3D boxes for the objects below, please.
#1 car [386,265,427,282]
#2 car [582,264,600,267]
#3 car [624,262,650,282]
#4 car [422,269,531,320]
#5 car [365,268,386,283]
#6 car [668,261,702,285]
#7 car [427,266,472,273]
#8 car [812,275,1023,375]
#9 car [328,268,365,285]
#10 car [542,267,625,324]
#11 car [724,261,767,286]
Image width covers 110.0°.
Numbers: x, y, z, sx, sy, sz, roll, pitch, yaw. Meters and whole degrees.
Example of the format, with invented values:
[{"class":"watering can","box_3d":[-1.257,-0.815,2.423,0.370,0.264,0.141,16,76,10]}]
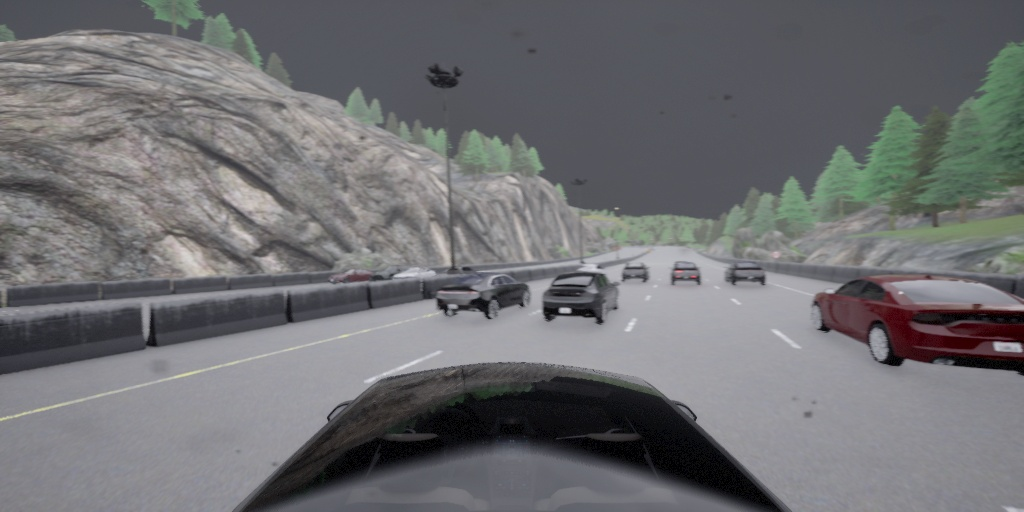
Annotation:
[{"class":"car","box_3d":[-8.374,1.720,31.240,1.812,1.442,4.674,-1,-1,24]},{"class":"car","box_3d":[6.576,1.384,29.847,1.812,1.442,4.674,-1,-1,24]},{"class":"car","box_3d":[10.059,1.267,29.060,2.128,1.511,4.902,-1,-1,24]},{"class":"car","box_3d":[-0.855,1.364,13.422,2.128,1.511,4.902,-1,-1,24]},{"class":"car","box_3d":[-11.039,1.627,33.844,2.097,1.767,4.553,-1,-1,24]},{"class":"car","box_3d":[12.212,1.188,25.329,2.128,1.511,4.902,-1,-1,24]},{"class":"car","box_3d":[-4.778,1.617,30.699,1.837,1.490,4.892,-1,-1,24]},{"class":"car","box_3d":[7.854,1.107,7.205,1.882,1.535,5.008,-1,-1,24]},{"class":"car","box_3d":[-14.908,1.883,33.745,1.812,1.442,4.674,-1,-1,24]},{"class":"car","box_3d":[2.495,1.295,12.335,1.837,1.490,4.892,-1,-1,24]},{"class":"car","box_3d":[15.369,1.106,23.818,2.128,1.511,4.902,-1,-1,24]}]
